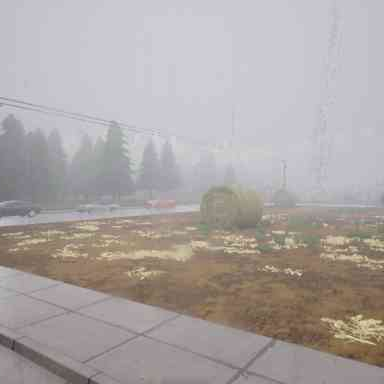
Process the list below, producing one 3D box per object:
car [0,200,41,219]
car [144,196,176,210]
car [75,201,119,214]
[{"bbox_3d":[-15.847,1.531,29.164,1.837,1.490,4.892,0,0,37],"label":"car"},{"bbox_3d":[-4.281,1.379,44.753,2.097,1.767,4.553,0,0,37],"label":"car"},{"bbox_3d":[-10.370,1.628,36.557,1.895,1.301,4.718,0,0,37],"label":"car"}]
